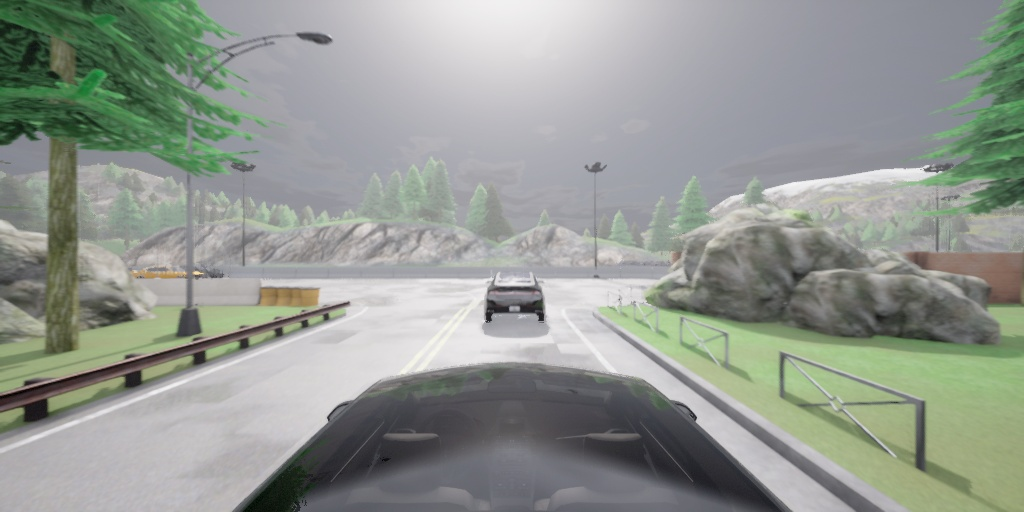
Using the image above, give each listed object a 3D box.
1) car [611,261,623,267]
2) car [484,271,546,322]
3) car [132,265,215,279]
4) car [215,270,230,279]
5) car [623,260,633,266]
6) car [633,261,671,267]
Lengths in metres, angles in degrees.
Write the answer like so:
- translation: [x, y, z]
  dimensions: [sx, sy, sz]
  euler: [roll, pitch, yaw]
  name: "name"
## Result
- translation: [16.888, 1.574, 50.068]
  dimensions: [4.892, 1.490, 1.837]
  euler: [0, 0, 0]
  name: "car"
- translation: [0.112, 1.273, 12.387]
  dimensions: [2.128, 1.511, 4.902]
  euler: [0, 0, 1]
  name: "car"
- translation: [-27.101, 1.492, 28.463]
  dimensions: [5.008, 1.535, 1.882]
  euler: [0, 0, -1]
  name: "car"
- translation: [-28.064, 1.501, 31.955]
  dimensions: [5.008, 1.535, 1.882]
  euler: [0, 0, -1]
  name: "car"
- translation: [17.303, 1.413, 46.576]
  dimensions: [4.553, 1.767, 2.097]
  euler: [0, 0, 0]
  name: "car"
- translation: [17.461, 1.404, 43.081]
  dimensions: [4.553, 1.767, 2.097]
  euler: [0, 0, 0]
  name: "car"
